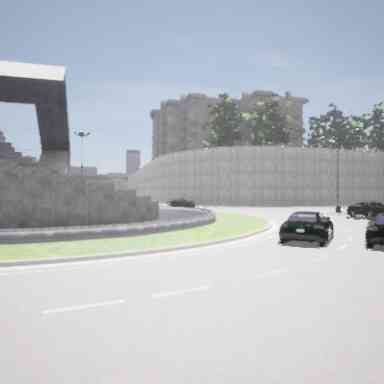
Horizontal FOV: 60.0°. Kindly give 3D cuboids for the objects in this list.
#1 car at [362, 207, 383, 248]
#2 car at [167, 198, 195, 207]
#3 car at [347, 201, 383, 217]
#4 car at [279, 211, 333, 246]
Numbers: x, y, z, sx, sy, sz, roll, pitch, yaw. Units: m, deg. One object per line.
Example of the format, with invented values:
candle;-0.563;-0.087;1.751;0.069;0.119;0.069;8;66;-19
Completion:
car;8.696;1.601;14.552;1.994;1.385;4.181;0;0;28
car;-1.577;1.538;47.519;4.181;1.385;1.994;0;0;36
car;16.220;1.572;30.036;4.892;1.490;1.837;0;-2;-26
car;5.452;1.584;15.665;1.994;1.385;4.181;0;0;28
